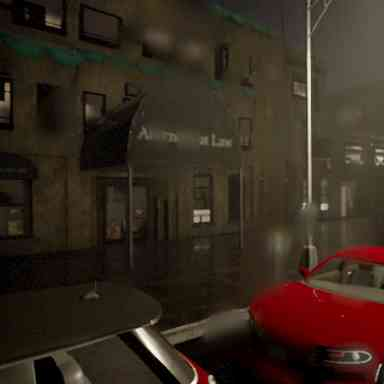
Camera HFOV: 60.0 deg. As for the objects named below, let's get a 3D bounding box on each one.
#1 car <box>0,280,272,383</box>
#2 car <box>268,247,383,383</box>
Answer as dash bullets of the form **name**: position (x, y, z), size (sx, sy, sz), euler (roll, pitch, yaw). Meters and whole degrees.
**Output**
- **car**: position (-1.758, 1.441, 1.635), size (4.097, 1.590, 1.967), euler (0, 0, -36)
- **car**: position (2.741, 1.542, 4.881), size (4.507, 1.381, 1.887), euler (0, 0, -36)
